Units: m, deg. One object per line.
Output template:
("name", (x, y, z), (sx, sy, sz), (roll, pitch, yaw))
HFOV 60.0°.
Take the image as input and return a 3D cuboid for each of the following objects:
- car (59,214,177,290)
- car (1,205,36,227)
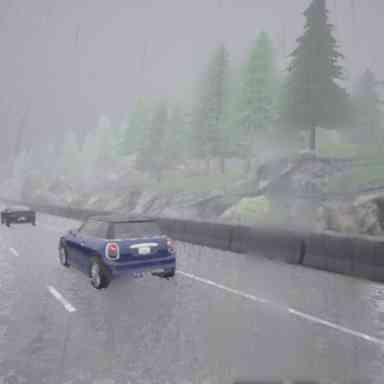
("car", (-2.367, 1.453, 9.791), (2.097, 1.767, 4.553), (1, -1, -35))
("car", (-13.281, 1.724, 25.369), (1.882, 1.535, 5.008), (1, -1, -35))
